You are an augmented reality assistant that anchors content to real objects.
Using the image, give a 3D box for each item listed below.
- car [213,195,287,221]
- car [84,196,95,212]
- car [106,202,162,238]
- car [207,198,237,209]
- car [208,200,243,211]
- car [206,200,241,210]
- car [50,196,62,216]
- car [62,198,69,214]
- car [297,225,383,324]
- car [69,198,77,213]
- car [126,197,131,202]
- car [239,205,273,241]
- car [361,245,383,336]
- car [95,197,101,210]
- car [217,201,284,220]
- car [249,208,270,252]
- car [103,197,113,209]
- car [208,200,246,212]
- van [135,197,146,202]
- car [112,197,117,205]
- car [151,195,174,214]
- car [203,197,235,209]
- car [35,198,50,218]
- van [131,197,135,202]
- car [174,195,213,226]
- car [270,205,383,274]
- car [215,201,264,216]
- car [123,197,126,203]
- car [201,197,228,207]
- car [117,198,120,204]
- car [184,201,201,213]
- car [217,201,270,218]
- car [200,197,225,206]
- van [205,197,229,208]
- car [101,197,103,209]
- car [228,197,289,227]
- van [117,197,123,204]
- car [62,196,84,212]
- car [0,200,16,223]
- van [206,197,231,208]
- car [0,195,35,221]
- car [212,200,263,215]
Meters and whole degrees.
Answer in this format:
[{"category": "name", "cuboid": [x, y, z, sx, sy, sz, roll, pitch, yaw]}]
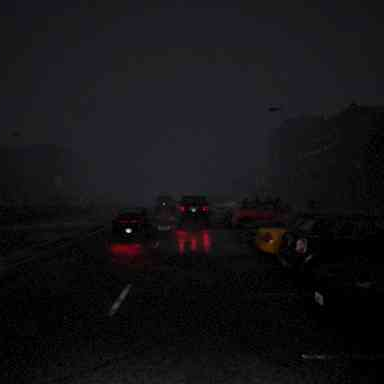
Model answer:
[{"category": "car", "cuboid": [4.680, 1.270, 25.452, 5.566, 2.045, 2.435, 0, -1, 0]}, {"category": "car", "cuboid": [-15.794, 1.531, 42.233, 5.566, 2.045, 2.435, 0, -1, 0]}, {"category": "car", "cuboid": [-2.902, 1.514, 17.617, 1.837, 1.490, 4.892, 0, 0, 0]}, {"category": "car", "cuboid": [4.739, 1.872, 53.227, 4.553, 1.767, 2.185, 0, -1, 0]}, {"category": "car", "cuboid": [4.737, 1.914, 47.667, 4.792, 1.488, 2.163, 0, -1, 0]}, {"category": "car", "cuboid": [4.702, 1.942, 50.447, 5.008, 1.535, 2.097, 0, -1, 0]}, {"category": "car", "cuboid": [-15.716, 1.343, 31.211, 5.566, 2.045, 2.435, 0, -1, 0]}, {"category": "car", "cuboid": [-15.744, 1.630, 33.965, 5.008, 1.535, 2.097, 0, -1, 0]}, {"category": "car", "cuboid": [4.680, 1.509, 6.005, 4.792, 1.488, 2.163, 0, 0, 0]}, {"category": "car", "cuboid": [-15.784, 1.708, 36.716, 4.792, 1.488, 2.163, 0, -1, 0]}, {"category": "car", "cuboid": [-15.786, 2.000, 67.051, 5.566, 2.045, 2.435, 0, -1, 0]}, {"category": "car", "cuboid": [4.715, 1.487, 14.217, 4.892, 1.521, 2.231, 0, 0, 0]}, {"category": "car", "cuboid": [4.715, 1.479, 3.226, 5.008, 1.535, 2.097, 0, 0, 0]}, {"category": "car", "cuboid": [-15.742, 1.587, 44.990, 5.566, 2.045, 2.435, 0, -1, 0]}, {"category": "car", "cuboid": [4.894, 1.543, 28.229, 5.366, 1.575, 1.946, 0, -1, 0]}, {"category": "car", "cuboid": [4.894, 1.480, 11.438, 5.366, 1.575, 1.946, 0, 0, 0]}, {"category": "car", "cuboid": [-15.972, 2.000, 53.256, 5.366, 1.575, 1.946, 0, -1, 0]}, {"category": "car", "cuboid": [4.714, 1.828, 44.889, 4.892, 1.521, 2.231, 0, -1, 0]}, {"category": "van", "cuboid": [-15.746, 2.369, 91.869, 4.442, 1.987, 1.878, 0, -1, 0]}, {"category": "car", "cuboid": [-15.978, 2.053, 56.016, 5.366, 1.575, 1.946, 0, -1, 0]}, {"category": "car", "cuboid": [-2.902, 1.416, 37.293, 2.150, 2.045, 5.566, 0, -1, 0]}, {"category": "car", "cuboid": [4.677, 1.850, 58.669, 5.566, 2.045, 2.435, 0, -1, 0]}, {"category": "car", "cuboid": [-15.710, 1.309, 28.458, 5.566, 2.045, 2.435, 0, 0, 0]}, {"category": "van", "cuboid": [-15.947, 2.155, 75.325, 4.442, 1.987, 1.878, 0, -1, 0]}, {"category": "car", "cuboid": [0.100, 1.253, 23.874, 2.150, 2.045, 5.566, 0, 0, 0]}, {"category": "car", "cuboid": [4.681, 1.356, 8.776, 4.553, 1.767, 2.185, 0, 0, 0]}, {"category": "car", "cuboid": [4.711, 1.653, 33.659, 4.674, 1.452, 2.002, 0, -1, 0]}, {"category": "car", "cuboid": [-15.840, 2.080, 64.290, 4.553, 1.767, 2.185, 0, -1, 0]}, {"category": "car", "cuboid": [4.751, 2.045, 69.903, 5.566, 2.045, 2.435, 0, -1, 0]}, {"category": "car", "cuboid": [-15.795, 2.148, 58.771, 4.674, 1.452, 2.002, 0, -1, 0]}, {"category": "car", "cuboid": [0.098, 1.853, 42.875, 2.033, 1.411, 5.357, 0, -1, 0]}, {"category": "car", "cuboid": [4.706, 1.617, 31.002, 4.674, 1.452, 2.002, 0, -1, 0]}, {"category": "car", "cuboid": [4.773, 2.169, 78.238, 5.566, 2.045, 2.435, 0, -1, 0]}, {"category": "van", "cuboid": [4.830, 1.976, 64.220, 4.442, 1.987, 1.878, 0, -1, 0]}, {"category": "car", "cuboid": [-15.745, 1.768, 47.744, 4.553, 1.767, 2.185, 0, -1, 0]}, {"category": "car", "cuboid": [4.677, 1.369, 19.898, 4.553, 1.767, 2.185, 0, 0, 0]}, {"category": "van", "cuboid": [-15.686, 1.931, 61.535, 4.442, 1.987, 1.878, 0, -1, 0]}, {"category": "car", "cuboid": [-15.791, 1.602, 39.476, 4.553, 1.767, 2.185, 0, -1, 0]}, {"category": "car", "cuboid": [-15.542, 1.513, 22.947, 5.366, 1.575, 1.946, 0, 0, 0]}, {"category": "van", "cuboid": [4.825, 1.929, 61.567, 4.442, 1.987, 1.878, 0, -1, 0]}, {"category": "car", "cuboid": [-15.705, 1.285, 25.701, 5.566, 2.045, 2.435, 0, 0, 0]}, {"category": "car", "cuboid": [4.893, 1.657, 36.430, 5.366, 1.575, 1.946, 0, -1, 0]}]
